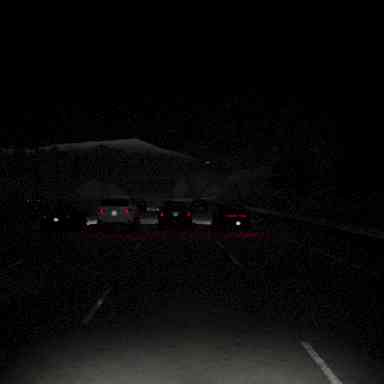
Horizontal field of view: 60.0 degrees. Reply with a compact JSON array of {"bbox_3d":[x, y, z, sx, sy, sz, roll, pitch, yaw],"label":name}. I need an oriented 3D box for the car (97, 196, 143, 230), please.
[{"bbox_3d":[-4.607,1.253,21.347,2.150,2.045,5.566,0,0,-5],"label":"car"}]

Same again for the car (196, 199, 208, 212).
[{"bbox_3d":[0.810,1.533,38.825,2.128,1.511,4.902,0,0,-5],"label":"car"}]

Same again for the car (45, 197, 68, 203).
[{"bbox_3d":[-21.882,1.617,54.872,2.128,1.511,4.902,0,0,-5],"label":"car"}]

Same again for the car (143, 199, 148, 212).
[{"bbox_3d":[-6.257,1.545,39.227,2.128,1.511,4.902,0,0,-5],"label":"car"}]

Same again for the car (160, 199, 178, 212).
[{"bbox_3d":[-2.789,1.613,39.725,1.994,1.385,4.181,0,0,-5],"label":"car"}]

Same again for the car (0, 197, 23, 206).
[{"bbox_3d":[-28.852,1.620,54.220,2.128,1.511,4.902,0,0,-5],"label":"car"}]

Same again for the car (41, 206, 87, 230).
[{"bbox_3d":[-8.146,1.601,21.474,1.994,1.385,4.181,0,0,-5],"label":"car"}]

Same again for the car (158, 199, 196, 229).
[{"bbox_3d":[-1.153,1.378,21.837,2.097,1.767,4.553,0,0,-5],"label":"car"}]

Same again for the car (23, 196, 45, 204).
[{"bbox_3d":[-25.370,1.506,54.576,2.097,1.767,4.553,0,0,-5],"label":"car"}]

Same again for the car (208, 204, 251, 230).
[{"bbox_3d":[2.412,1.525,21.261,1.837,1.490,4.892,0,0,-5],"label":"car"}]
